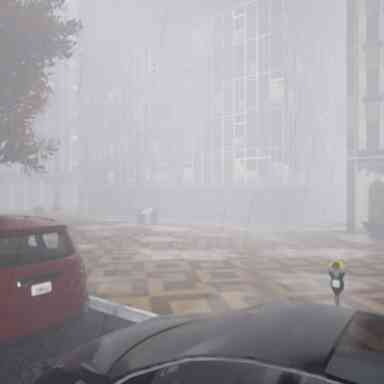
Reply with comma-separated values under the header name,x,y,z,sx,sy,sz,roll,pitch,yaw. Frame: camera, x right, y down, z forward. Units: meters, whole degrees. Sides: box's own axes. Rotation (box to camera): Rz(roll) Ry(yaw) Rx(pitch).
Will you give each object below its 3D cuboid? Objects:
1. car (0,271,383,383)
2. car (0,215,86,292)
name,x,y,z,sx,sy,sz,roll,pitch,yaw
car,0.634,1.566,2.425,4.313,1.339,1.947,0,0,35
car,-3.864,1.316,5.631,5.009,1.841,2.192,0,0,35
